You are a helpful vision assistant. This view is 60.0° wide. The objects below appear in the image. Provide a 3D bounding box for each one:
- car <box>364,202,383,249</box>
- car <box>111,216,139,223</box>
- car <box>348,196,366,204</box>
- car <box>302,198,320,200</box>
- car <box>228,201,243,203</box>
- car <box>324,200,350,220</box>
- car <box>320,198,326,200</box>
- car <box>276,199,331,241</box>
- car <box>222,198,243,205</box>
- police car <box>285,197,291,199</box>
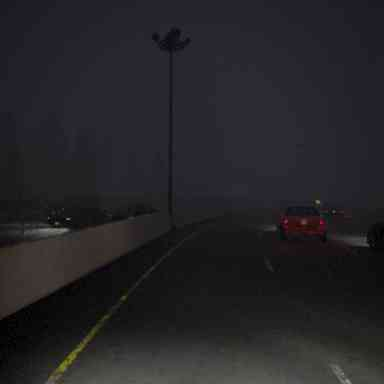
[{"bbox_3d":[8.165,1.439,11.987,2.097,1.767,4.553,0,0,8],"label":"car"},{"bbox_3d":[-4.065,1.527,23.298,1.882,1.535,5.008,0,0,14],"label":"car"},{"bbox_3d":[37.213,1.674,74.998,4.553,1.767,2.097,0,0,-36],"label":"car"},{"bbox_3d":[21.110,1.797,60.689,1.882,1.535,5.008,0,0,40],"label":"car"},{"bbox_3d":[8.684,1.720,59.899,1.882,1.535,5.008,0,0,35],"label":"car"},{"bbox_3d":[12.907,1.722,30.504,2.033,1.411,5.357,0,0,21],"label":"car"},{"bbox_3d":[24.904,1.834,65.009,1.882,1.535,5.008,0,0,43],"label":"car"},{"bbox_3d":[5.608,1.442,17.569,2.097,1.767,4.553,0,0,11],"label":"car"},{"bbox_3d":[7.996,1.853,64.955,1.895,1.301,4.718,0,0,37],"label":"car"},{"bbox_3d":[15.439,1.687,53.105,1.930,1.638,5.238,0,0,34],"label":"police car"}]
